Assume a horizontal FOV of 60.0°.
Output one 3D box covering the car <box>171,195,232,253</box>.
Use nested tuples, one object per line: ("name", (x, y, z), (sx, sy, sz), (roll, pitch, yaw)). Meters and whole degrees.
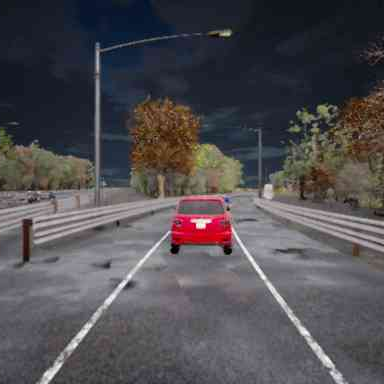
("car", (0.412, 1.168, 13.543), (2.150, 2.045, 5.566), (0, 0, 3))

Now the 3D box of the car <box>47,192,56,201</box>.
("car", (-23.482, 0.777, 53.959), (2.033, 1.411, 5.357), (0, 1, -11))

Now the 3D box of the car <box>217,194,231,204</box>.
("car", (5.702, 1.216, 59.283), (1.882, 1.535, 5.008), (0, 0, 11))

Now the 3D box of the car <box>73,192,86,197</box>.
("car", (-22.223, 0.719, 65.866), (1.895, 1.301, 4.718), (0, 1, -11))

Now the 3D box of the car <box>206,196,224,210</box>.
("car", (2.850, 1.305, 40.869), (1.882, 1.535, 5.008), (0, 0, 8))

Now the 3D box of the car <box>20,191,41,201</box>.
("car", (-27.868, 0.660, 57.687), (2.128, 1.511, 4.902), (0, 1, -11))

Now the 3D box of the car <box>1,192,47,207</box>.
("car", (-15.443, 1.001, 30.889), (2.128, 1.511, 4.902), (0, 1, -11))
